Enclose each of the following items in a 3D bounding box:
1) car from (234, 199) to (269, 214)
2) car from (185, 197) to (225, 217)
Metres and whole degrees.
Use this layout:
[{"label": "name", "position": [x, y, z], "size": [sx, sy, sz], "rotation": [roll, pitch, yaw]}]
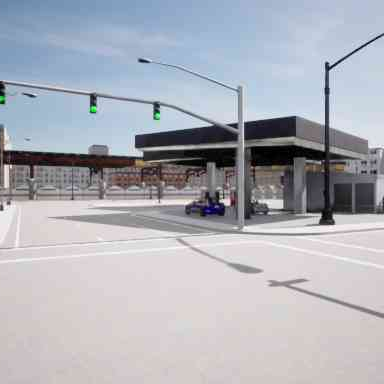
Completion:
[{"label": "car", "position": [5.882, 1.456, 33.520], "size": [1.970, 1.475, 3.806], "rotation": [0, 0, -27]}, {"label": "car", "position": [1.117, 1.295, 30.222], "size": [2.242, 1.667, 4.611], "rotation": [0, 0, -27]}]
